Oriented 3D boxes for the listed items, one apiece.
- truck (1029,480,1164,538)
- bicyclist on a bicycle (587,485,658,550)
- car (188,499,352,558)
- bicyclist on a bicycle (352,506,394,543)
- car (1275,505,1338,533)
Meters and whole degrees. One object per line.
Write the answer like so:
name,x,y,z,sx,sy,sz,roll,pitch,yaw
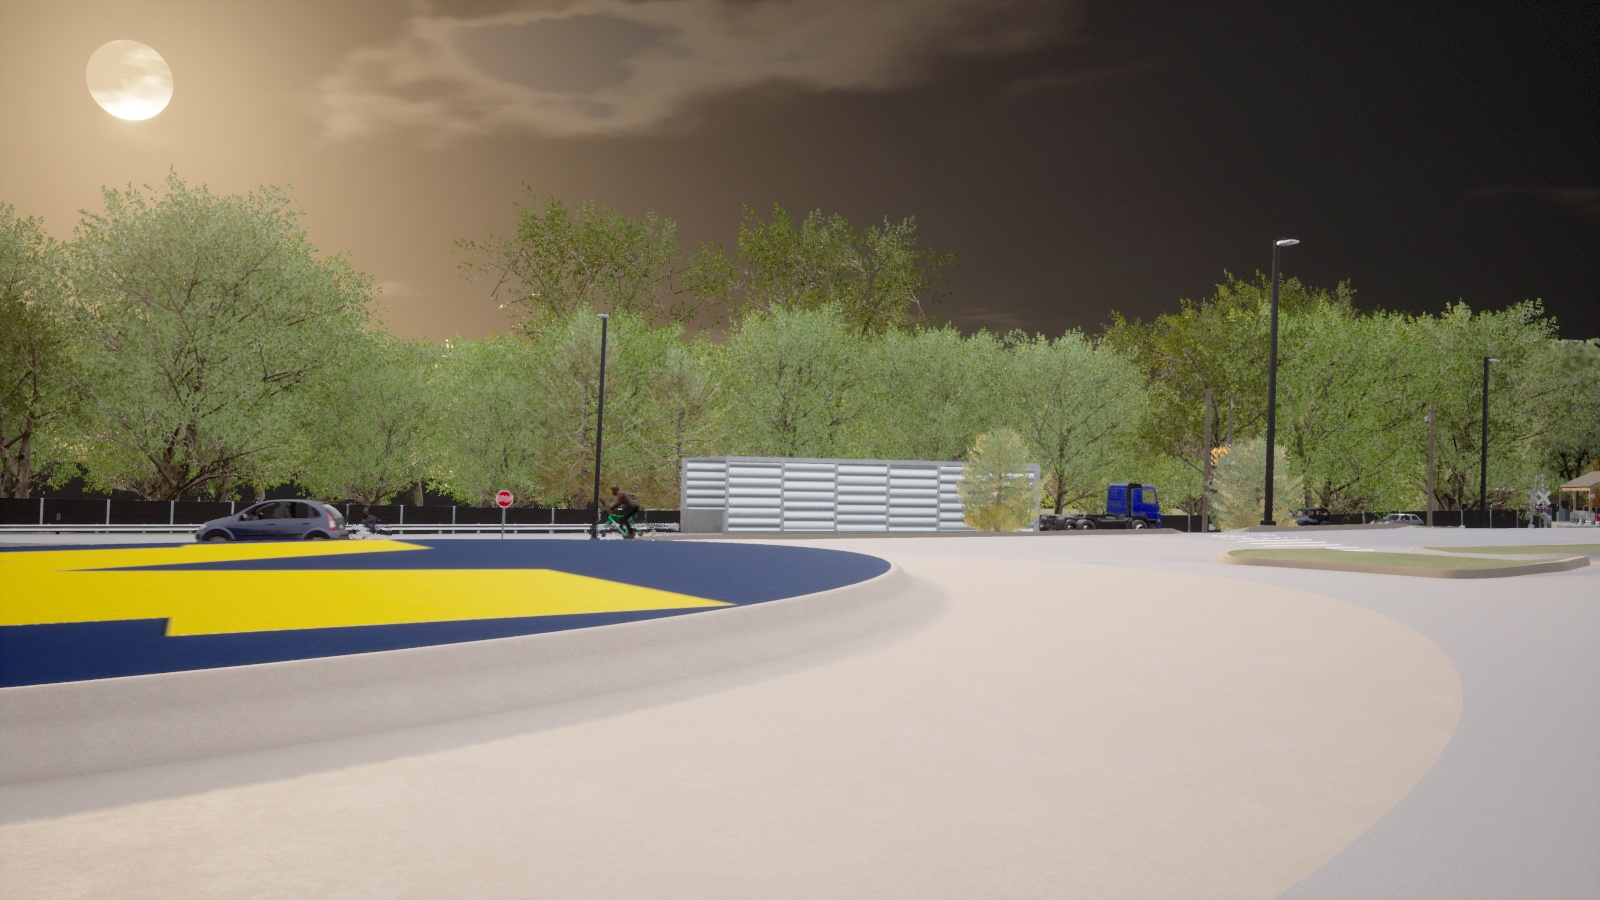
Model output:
truck,18.532,3.649,78.380,7.936,3.462,2.891,1,-1,-22
bicyclist on a bicycle,-4.566,1.739,32.340,1.656,1.620,0.582,-2,-3,4
car,-15.152,2.237,36.088,3.988,1.617,1.851,1,-2,-8
bicyclist on a bicycle,-20.881,3.623,61.436,1.843,1.776,0.659,1,-1,-27
car,35.737,4.847,88.592,3.866,1.878,1.905,1,-1,-21
